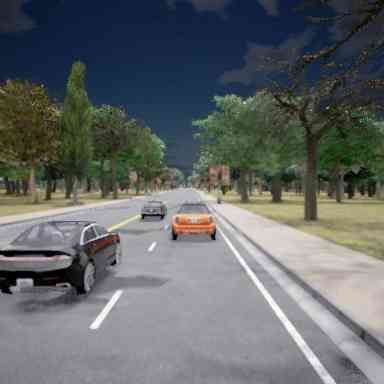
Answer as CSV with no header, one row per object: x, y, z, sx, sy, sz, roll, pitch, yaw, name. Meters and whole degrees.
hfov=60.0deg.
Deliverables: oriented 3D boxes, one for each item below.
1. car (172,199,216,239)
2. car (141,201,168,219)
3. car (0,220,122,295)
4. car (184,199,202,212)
0.098,1.341,17.419,2.097,1.767,4.553,0,0,0,car
-3.155,1.505,28.272,2.033,1.411,5.357,0,0,0,car
-3.151,1.488,8.700,2.128,1.511,4.902,0,0,0,car
0.096,1.502,38.302,1.895,1.301,4.718,0,0,0,car
